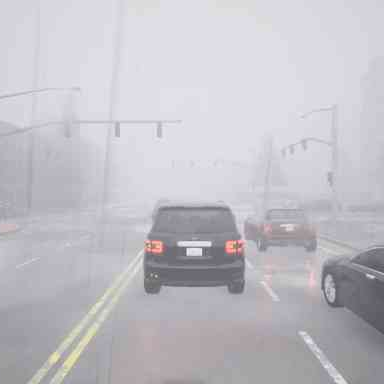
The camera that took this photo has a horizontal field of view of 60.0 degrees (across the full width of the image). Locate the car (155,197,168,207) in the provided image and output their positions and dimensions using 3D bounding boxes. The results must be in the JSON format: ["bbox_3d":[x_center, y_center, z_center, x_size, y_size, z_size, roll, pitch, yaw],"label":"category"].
[{"bbox_3d":[-4.704,1.534,51.917,1.812,1.442,4.674,0,0,-1],"label":"car"}]

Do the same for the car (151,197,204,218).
[{"bbox_3d":[-1.274,1.356,29.612,4.553,1.767,2.097,0,0,-4],"label":"car"}]

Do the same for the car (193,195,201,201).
[{"bbox_3d":[1.461,1.567,90.341,1.994,1.385,4.181,0,0,-1],"label":"car"}]

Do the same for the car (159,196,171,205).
[{"bbox_3d":[-4.904,1.487,61.307,1.882,1.535,5.008,0,0,-1],"label":"car"}]

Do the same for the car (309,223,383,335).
[{"bbox_3d":[3.607,1.505,5.057,1.837,1.490,4.892,0,0,0],"label":"car"}]

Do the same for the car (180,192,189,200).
[{"bbox_3d":[-2.042,1.154,90.423,2.150,2.045,5.566,0,0,-1],"label":"car"}]

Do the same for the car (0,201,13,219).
[{"bbox_3d":[-17.046,1.551,25.304,5.357,1.411,2.033,0,0,-1],"label":"car"}]

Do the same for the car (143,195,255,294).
[{"bbox_3d":[0.053,1.223,8.960,2.150,2.045,5.566,0,0,0],"label":"car"}]

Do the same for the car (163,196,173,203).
[{"bbox_3d":[-5.079,1.564,71.188,1.994,1.385,4.181,0,0,-1],"label":"car"}]

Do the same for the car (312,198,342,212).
[{"bbox_3d":[14.435,1.511,37.539,4.892,1.490,1.837,0,0,-2],"label":"car"}]

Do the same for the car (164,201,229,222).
[{"bbox_3d":[0.263,1.495,26.215,4.902,1.511,2.128,0,0,-4],"label":"car"}]

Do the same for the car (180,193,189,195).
[{"bbox_3d":[-1.795,1.508,80.194,1.837,1.490,4.892,0,0,-1],"label":"car"}]

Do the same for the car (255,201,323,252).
[{"bbox_3d":[3.535,1.354,14.138,2.097,1.767,4.553,0,0,0],"label":"car"}]

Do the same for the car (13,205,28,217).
[{"bbox_3d":[-16.910,1.496,28.810,4.902,1.511,2.128,0,0,-1],"label":"car"}]

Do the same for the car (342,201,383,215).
[{"bbox_3d":[18.485,1.606,34.147,4.718,1.301,1.895,0,0,-2],"label":"car"}]
